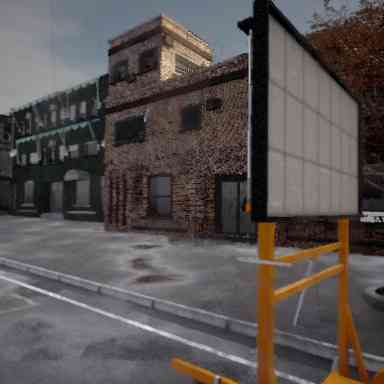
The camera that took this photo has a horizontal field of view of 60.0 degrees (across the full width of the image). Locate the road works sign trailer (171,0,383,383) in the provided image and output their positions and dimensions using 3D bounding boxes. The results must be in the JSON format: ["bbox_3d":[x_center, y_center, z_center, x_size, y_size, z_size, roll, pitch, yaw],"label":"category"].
[{"bbox_3d":[0.924,0.629,2.952,2.880,3.560,2.380,-1,-3,39],"label":"road works sign trailer"}]
